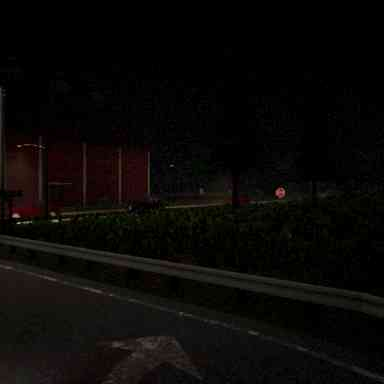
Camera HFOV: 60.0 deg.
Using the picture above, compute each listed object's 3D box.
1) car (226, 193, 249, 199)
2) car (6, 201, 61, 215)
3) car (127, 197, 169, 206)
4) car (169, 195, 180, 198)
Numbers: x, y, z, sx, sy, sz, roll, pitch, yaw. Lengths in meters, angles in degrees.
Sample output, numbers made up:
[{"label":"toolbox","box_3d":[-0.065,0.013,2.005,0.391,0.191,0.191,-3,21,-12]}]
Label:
[{"label":"car","box_3d":[7.722,1.245,56.224,2.150,2.045,5.566,0,0,37]},{"label":"car","box_3d":[-13.446,1.504,27.646,1.882,1.535,5.008,0,0,36]},{"label":"car","box_3d":[-5.387,1.516,38.584,2.128,1.511,4.902,0,0,36]},{"label":"car","box_3d":[-4.718,1.532,85.619,1.816,1.474,4.193,0,0,36]}]
